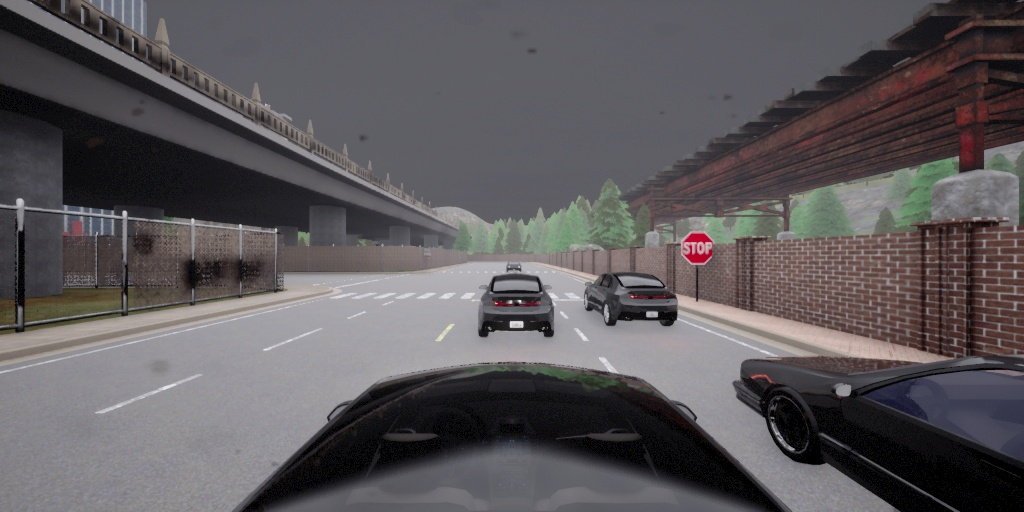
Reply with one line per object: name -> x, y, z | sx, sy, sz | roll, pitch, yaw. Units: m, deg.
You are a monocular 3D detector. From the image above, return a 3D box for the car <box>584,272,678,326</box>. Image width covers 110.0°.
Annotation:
car -> 3.607, 1.255, 11.629 | 1.837, 1.490, 4.892 | 0, 0, 0

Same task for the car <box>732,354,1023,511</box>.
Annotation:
car -> 3.600, 1.297, 1.883 | 2.033, 1.411, 5.357 | 0, 0, 0

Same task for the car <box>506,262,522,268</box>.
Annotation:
car -> 0.227, 1.351, 45.477 | 1.895, 1.301, 4.718 | 0, 0, -1

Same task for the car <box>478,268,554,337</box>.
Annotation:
car -> 0.104, 1.255, 10.273 | 1.837, 1.490, 4.892 | 0, 0, 0
